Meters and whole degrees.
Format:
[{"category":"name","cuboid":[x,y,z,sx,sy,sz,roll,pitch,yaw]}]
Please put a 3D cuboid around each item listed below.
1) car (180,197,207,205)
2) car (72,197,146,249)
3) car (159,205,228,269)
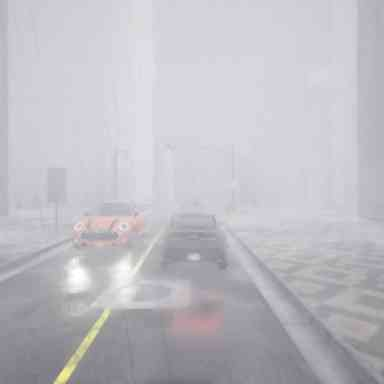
[{"category":"car","cuboid":[0.093,1.117,25.550,2.128,1.511,4.902,0,1,3]},{"category":"car","cuboid":[-3.146,1.153,13.452,2.097,1.767,4.553,0,1,0]},{"category":"car","cuboid":[0.032,1.346,10.542,1.837,1.490,4.892,0,0,0]}]
